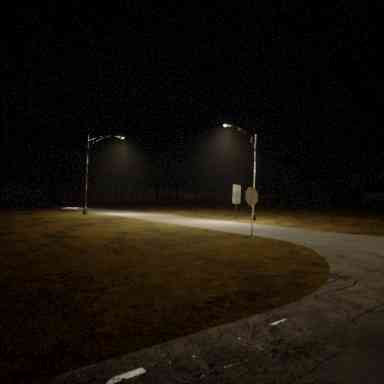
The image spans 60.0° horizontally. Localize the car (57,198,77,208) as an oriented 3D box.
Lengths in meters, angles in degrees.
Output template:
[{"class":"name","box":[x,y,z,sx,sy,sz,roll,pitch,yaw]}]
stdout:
[{"class":"car","box":[-18.757,1.598,49.861,1.994,1.385,4.181,3,-2,-36]}]
